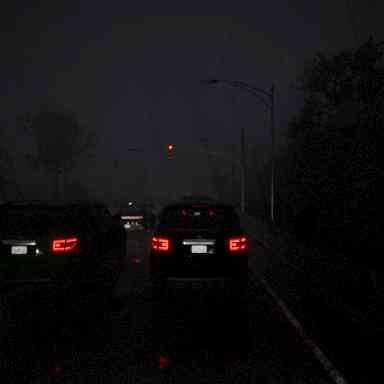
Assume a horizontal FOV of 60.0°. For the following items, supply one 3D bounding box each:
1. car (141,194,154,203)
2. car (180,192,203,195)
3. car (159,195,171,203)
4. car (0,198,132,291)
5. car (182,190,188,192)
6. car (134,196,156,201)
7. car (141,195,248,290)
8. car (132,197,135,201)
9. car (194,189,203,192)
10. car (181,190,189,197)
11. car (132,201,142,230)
[{"bbox_3d":[-9.220,1.367,68.927,1.882,1.535,5.008,0,2,1],"label":"car"},{"bbox_3d":[0.328,1.221,19.563,2.150,2.045,5.566,0,0,1],"label":"car"},{"bbox_3d":[-5.693,1.387,70.145,2.033,1.411,5.357,0,1,1],"label":"car"},{"bbox_3d":[-3.330,1.221,9.146,2.150,2.045,5.566,0,0,1],"label":"car"},{"bbox_3d":[-2.036,1.053,77.274,2.033,1.411,5.357,0,3,1],"label":"car"},{"bbox_3d":[-6.312,1.601,46.378,1.895,1.301,4.718,0,0,1],"label":"car"},{"bbox_3d":[0.171,1.221,9.233,2.150,2.045,5.566,0,0,1],"label":"car"},{"bbox_3d":[-9.789,1.564,47.373,1.994,1.385,4.181,0,0,1],"label":"car"},{"bbox_3d":[1.472,0.850,77.573,2.097,1.767,4.553,0,3,1],"label":"car"},{"bbox_3d":[-1.807,0.294,87.686,1.882,1.535,5.008,0,3,1],"label":"car"},{"bbox_3d":[-3.187,1.491,19.013,2.128,1.511,4.902,0,0,1],"label":"car"}]
